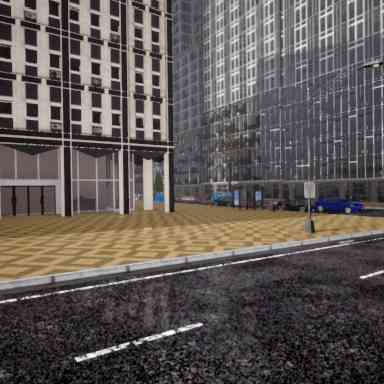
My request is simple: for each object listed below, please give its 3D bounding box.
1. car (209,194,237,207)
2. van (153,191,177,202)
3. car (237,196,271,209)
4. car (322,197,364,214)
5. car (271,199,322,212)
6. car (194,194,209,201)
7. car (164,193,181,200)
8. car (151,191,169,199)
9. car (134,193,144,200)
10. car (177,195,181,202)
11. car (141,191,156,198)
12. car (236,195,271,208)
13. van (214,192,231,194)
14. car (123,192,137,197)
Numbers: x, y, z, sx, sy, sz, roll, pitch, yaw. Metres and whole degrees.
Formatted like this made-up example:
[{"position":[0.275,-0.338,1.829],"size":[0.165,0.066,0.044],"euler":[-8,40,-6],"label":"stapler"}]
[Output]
[{"position":[4.669,1.318,44.681],"size":[1.947,1.339,4.313],"euler":[-1,1,-34],"label":"car"},{"position":[-4.867,0.936,58.810],"size":[1.690,1.788,3.998],"euler":[0,1,-34],"label":"van"},{"position":[7.814,1.387,39.947],"size":[1.802,1.307,4.206],"euler":[-1,1,-34],"label":"car"},{"position":[15.016,1.319,34.137],"size":[1.882,1.535,5.008],"euler":[-1,1,-34],"label":"car"},{"position":[10.994,1.423,35.234],"size":[1.947,1.339,4.313],"euler":[-1,1,-34],"label":"car"},{"position":[2.065,1.042,63.521],"size":[1.802,1.307,4.206],"euler":[-1,1,-34],"label":"car"},{"position":[-4.323,0.934,72.924],"size":[1.802,1.307,4.206],"euler":[0,1,-34],"label":"car"},{"position":[-7.517,0.614,77.622],"size":[2.192,1.841,5.009],"euler":[0,1,-34],"label":"car"},{"position":[-11.255,1.038,68.216],"size":[2.008,1.369,4.403],"euler":[0,1,-34],"label":"car"},{"position":[-3.816,1.058,62.022],"size":[1.812,1.442,4.674],"euler":[-1,1,-34],"label":"car"},{"position":[-10.711,0.685,82.324],"size":[1.967,1.590,4.097],"euler":[0,1,-34],"label":"car"},{"position":[8.095,1.257,44.329],"size":[1.812,1.442,4.674],"euler":[-1,2,-34],"label":"car"},{"position":[5.258,0.854,58.816],"size":[1.690,1.788,3.998],"euler":[-1,1,-34],"label":"van"},{"position":[-17.098,0.687,91.728],"size":[2.008,1.369,4.403],"euler":[0,1,-34],"label":"car"}]
